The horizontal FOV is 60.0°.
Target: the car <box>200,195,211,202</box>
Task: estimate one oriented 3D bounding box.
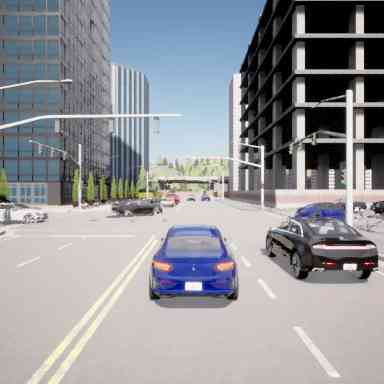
[{"bbox_3d":[3.349,1.522,77.874,1.812,1.442,4.674,0,0,0],"label":"car"}]

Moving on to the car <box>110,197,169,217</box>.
[{"bbox_3d":[-5.024,1.461,30.472,4.902,1.511,2.128,0,0,-37],"label":"car"}]

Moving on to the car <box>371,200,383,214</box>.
[{"bbox_3d":[19.762,1.166,31.100,5.566,2.045,2.150,0,0,0],"label":"car"}]

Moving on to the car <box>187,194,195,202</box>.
[{"bbox_3d":[-0.152,1.593,78.210,1.895,1.301,4.718,0,0,0],"label":"car"}]

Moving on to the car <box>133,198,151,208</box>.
[{"bbox_3d":[-7.189,1.564,48.183,1.994,1.385,4.181,0,0,0],"label":"car"}]

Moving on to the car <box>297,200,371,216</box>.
[{"bbox_3d":[9.797,1.472,23.825,4.674,1.442,1.812,0,0,-1],"label":"car"}]

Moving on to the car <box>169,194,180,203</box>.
[{"bbox_3d":[-3.636,1.355,70.075,2.097,1.767,4.553,0,0,0],"label":"car"}]

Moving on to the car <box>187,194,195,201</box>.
[{"bbox_3d":[-0.169,1.339,86.913,2.097,1.767,4.553,0,0,0],"label":"car"}]

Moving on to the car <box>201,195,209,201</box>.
[{"bbox_3d":[3.331,1.483,86.949,1.837,1.490,4.892,0,0,0],"label":"car"}]

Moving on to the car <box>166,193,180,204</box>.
[{"bbox_3d":[-3.692,1.221,60.085,2.150,2.045,5.566,0,0,0],"label":"car"}]

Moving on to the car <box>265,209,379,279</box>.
[{"bbox_3d":[3.560,1.492,9.996,2.128,1.511,4.902,0,0,-1],"label":"car"}]

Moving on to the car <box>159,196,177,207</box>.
[{"bbox_3d":[-3.694,1.601,50.311,1.895,1.301,4.718,0,0,0],"label":"car"}]

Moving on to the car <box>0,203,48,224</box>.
[{"bbox_3d":[-12.648,1.480,23.475,4.674,1.442,1.812,0,0,-1],"label":"car"}]

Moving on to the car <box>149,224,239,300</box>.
[{"bbox_3d":[0.044,1.526,8.273,1.812,1.442,4.674,0,0,0],"label":"car"}]

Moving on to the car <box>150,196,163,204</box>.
[{"bbox_3d":[-7.150,1.547,67.572,2.033,1.411,5.357,0,0,0],"label":"car"}]
